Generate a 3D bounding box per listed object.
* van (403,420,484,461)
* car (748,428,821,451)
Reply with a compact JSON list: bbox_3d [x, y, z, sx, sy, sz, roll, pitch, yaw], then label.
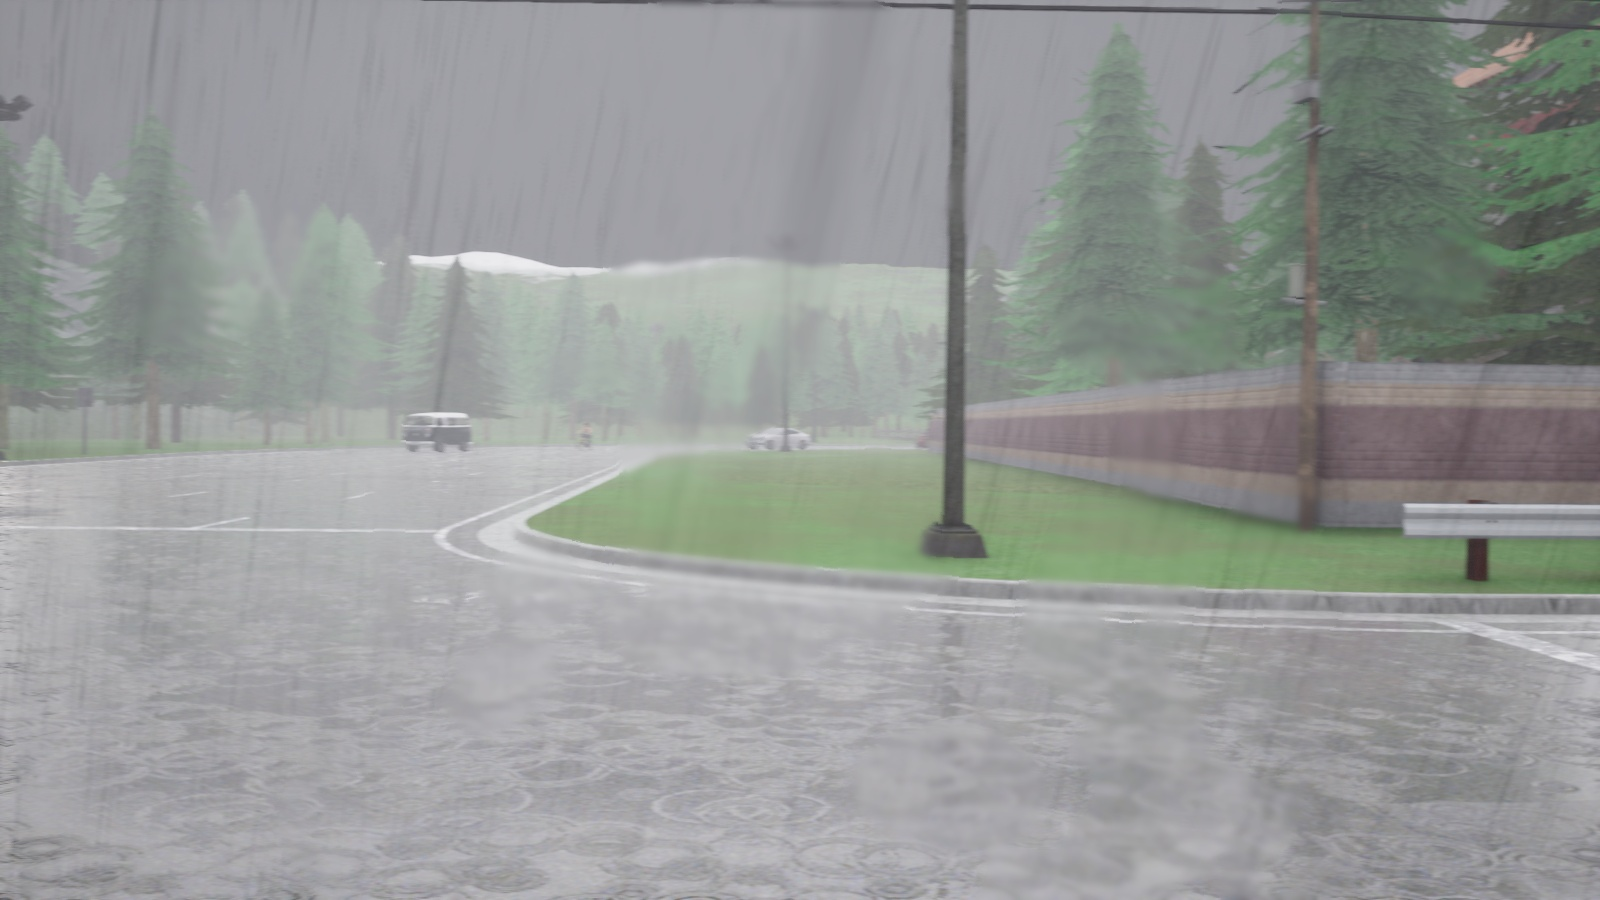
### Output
[{"bbox_3d":[-18.235,-0.507,64.531,2.069,2.038,4.480,-1,1,13],"label":"van"},{"bbox_3d":[-0.989,-0.698,81.855,4.674,1.442,1.812,-2,1,-42],"label":"car"}]
